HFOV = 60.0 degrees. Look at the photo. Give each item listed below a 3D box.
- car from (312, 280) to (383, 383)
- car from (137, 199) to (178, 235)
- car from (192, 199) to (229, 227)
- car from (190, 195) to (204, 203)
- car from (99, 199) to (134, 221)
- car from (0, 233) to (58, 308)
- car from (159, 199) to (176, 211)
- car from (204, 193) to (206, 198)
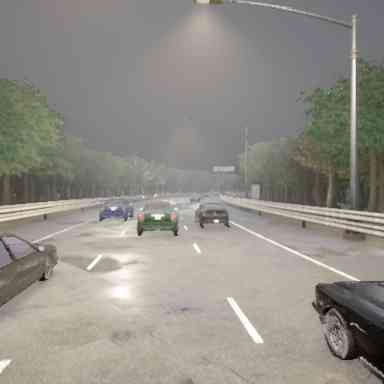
[{"bbox_3d":[2.987,1.595,3.050,1.895,1.301,4.718,0,0,-6],"label":"car"},{"bbox_3d":[-1.871,1.316,18.697,2.097,1.767,4.553,0,0,-4],"label":"car"},{"bbox_3d":[1.271,1.463,22.171,1.837,1.490,4.892,0,0,-4],"label":"car"},{"bbox_3d":[0.700,1.344,64.304,2.128,1.511,4.902,0,0,2],"label":"car"},{"bbox_3d":[-5.876,1.298,26.413,2.097,1.767,4.553,0,0,-3],"label":"car"},{"bbox_3d":[-4.330,1.534,6.627,2.033,1.411,5.357,0,0,-6],"label":"car"},{"bbox_3d":[-2.907,1.512,40.293,1.895,1.301,4.718,0,0,-1],"label":"car"},{"bbox_3d":[1.763,1.352,81.906,1.994,1.385,4.181,0,0,5],"label":"car"}]
